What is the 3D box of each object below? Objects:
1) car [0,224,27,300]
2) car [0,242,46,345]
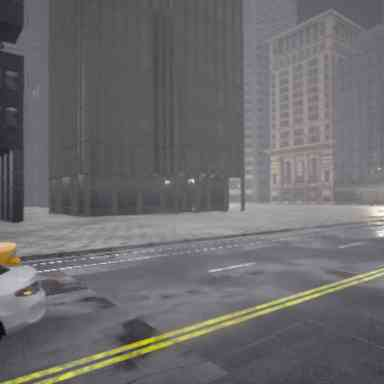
[{"bbox_3d":[-6.399,1.639,6.979,5.008,1.535,1.882,0,-1,-37],"label":"car"},{"bbox_3d":[-4.466,1.633,4.367,4.674,1.442,1.812,0,-1,-37],"label":"car"}]
